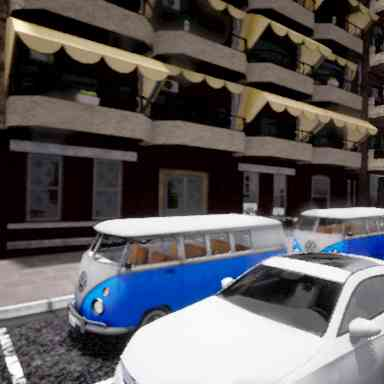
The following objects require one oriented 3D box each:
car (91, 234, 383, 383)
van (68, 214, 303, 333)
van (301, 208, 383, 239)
[{"bbox_3d":[1.438,1.529,3.968,4.674,1.442,1.812,0,0,-35],"label":"car"},{"bbox_3d":[-0.020,1.345,6.048,3.998,1.788,1.690,0,1,-35],"label":"van"},{"bbox_3d":[4.487,1.353,9.255,3.998,1.788,1.690,0,1,-35],"label":"van"}]
